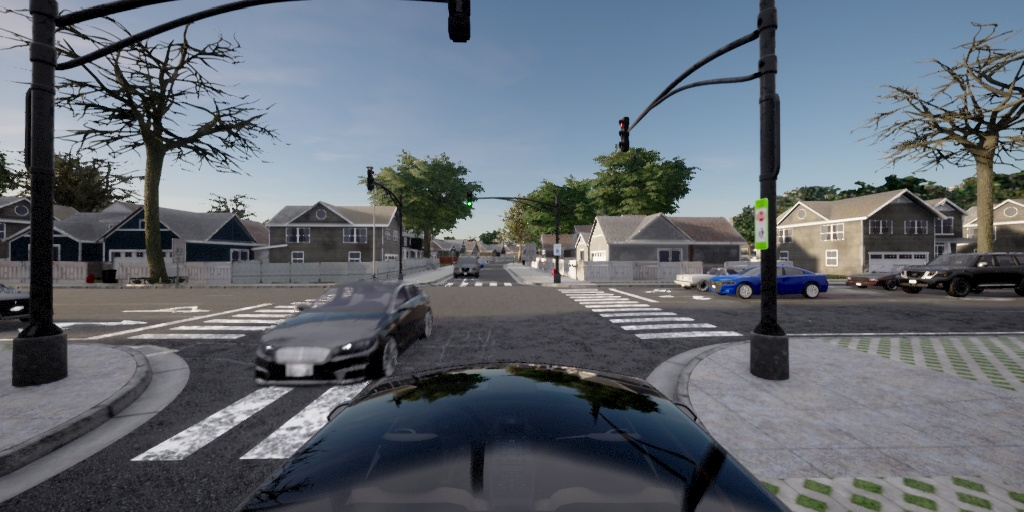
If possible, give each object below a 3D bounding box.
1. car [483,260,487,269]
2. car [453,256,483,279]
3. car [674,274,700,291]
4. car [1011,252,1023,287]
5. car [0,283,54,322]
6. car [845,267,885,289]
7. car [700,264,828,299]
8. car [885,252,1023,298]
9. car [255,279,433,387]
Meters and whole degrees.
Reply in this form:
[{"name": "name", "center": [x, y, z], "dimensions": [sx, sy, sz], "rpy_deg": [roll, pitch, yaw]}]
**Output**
[{"name": "car", "center": [-5.362, 1.237, 56.600], "dimensions": [1.882, 1.535, 5.008], "rpy_deg": [0, 1, -3]}, {"name": "car", "center": [-4.073, 1.067, 32.926], "dimensions": [2.150, 2.045, 5.566], "rpy_deg": [0, 1, -3]}, {"name": "car", "center": [11.795, 1.307, 20.211], "dimensions": [4.718, 1.301, 1.895], "rpy_deg": [0, 0, -2]}, {"name": "car", "center": [33.117, 0.768, 20.767], "dimensions": [5.566, 2.045, 2.150], "rpy_deg": [-1, 0, -1]}, {"name": "car", "center": [-15.228, 1.226, 9.538], "dimensions": [4.181, 1.385, 1.994], "rpy_deg": [0, 0, -2]}, {"name": "car", "center": [22.400, 1.196, 20.491], "dimensions": [5.357, 1.411, 2.033], "rpy_deg": [0, 0, -1]}, {"name": "car", "center": [12.007, 1.160, 16.965], "dimensions": [5.008, 1.535, 1.882], "rpy_deg": [0, 0, -2]}, {"name": "car", "center": [21.943, 0.850, 17.233], "dimensions": [5.566, 2.045, 2.150], "rpy_deg": [0, 0, -1]}, {"name": "car", "center": [-2.876, 1.255, 7.223], "dimensions": [2.128, 1.511, 4.902], "rpy_deg": [0, 0, -1]}]
